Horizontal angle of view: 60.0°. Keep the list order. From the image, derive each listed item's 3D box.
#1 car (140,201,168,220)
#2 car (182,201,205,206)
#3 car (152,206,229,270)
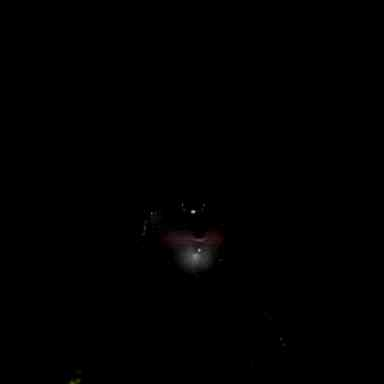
[{"bbox_3d":[-2.838,1.419,25.966,1.994,1.385,4.181,0,0,0],"label":"car"},{"bbox_3d":[0.095,1.415,26.472,1.994,1.385,4.181,0,0,0],"label":"car"},{"bbox_3d":[0.093,1.433,10.840,2.128,1.511,4.902,0,0,0],"label":"car"}]
